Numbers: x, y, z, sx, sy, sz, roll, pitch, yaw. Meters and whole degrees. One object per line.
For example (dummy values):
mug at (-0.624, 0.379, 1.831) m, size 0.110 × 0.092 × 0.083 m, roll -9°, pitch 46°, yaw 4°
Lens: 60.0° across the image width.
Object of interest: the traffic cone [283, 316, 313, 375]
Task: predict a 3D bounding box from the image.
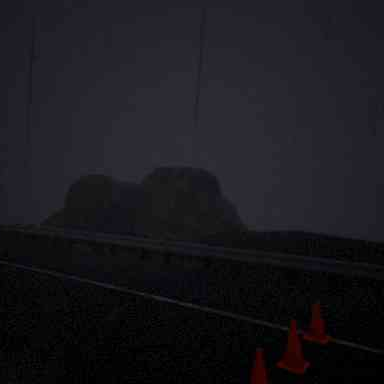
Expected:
traffic cone at (1.305, 1.942, 4.288) m, size 0.340 × 0.580 × 0.340 m, roll 0°, pitch 0°, yaw 37°

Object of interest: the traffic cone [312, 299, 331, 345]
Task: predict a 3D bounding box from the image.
traffic cone at (1.909, 1.941, 5.085) m, size 0.340 × 0.580 × 0.340 m, roll 0°, pitch 0°, yaw 37°

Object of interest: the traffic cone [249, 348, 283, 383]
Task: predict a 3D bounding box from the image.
traffic cone at (0.700, 1.943, 3.492) m, size 0.340 × 0.580 × 0.340 m, roll 0°, pitch 0°, yaw 37°
